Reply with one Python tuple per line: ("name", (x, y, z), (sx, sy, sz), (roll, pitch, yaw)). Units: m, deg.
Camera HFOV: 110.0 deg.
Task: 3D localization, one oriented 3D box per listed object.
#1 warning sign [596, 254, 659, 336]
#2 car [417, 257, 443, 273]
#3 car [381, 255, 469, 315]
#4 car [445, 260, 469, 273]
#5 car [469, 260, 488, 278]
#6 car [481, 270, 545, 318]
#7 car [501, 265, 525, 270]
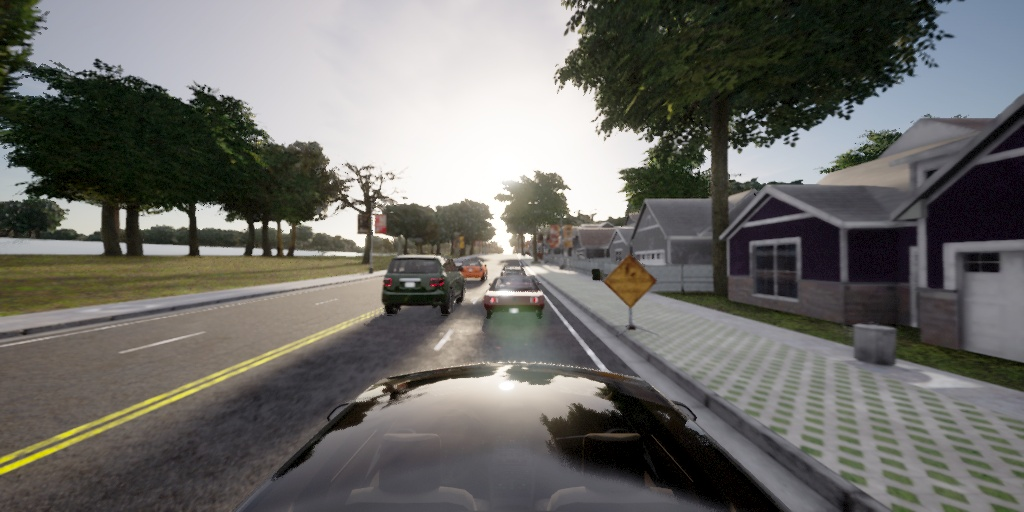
("warning sign", (2.850, 0.880, 8.595), (1.300, 1.860, 1.060), (0, 0, 0))
("car", (-9.842, 1.017, 43.440), (2.097, 1.767, 4.553), (0, 1, 0))
("car", (-3.168, 0.982, 13.784), (2.150, 2.045, 5.566), (0, 0, 0))
("car", (-6.599, 1.213, 43.360), (2.033, 1.411, 5.357), (0, 1, 0))
("car", (-3.168, 1.095, 29.690), (2.097, 1.767, 4.553), (0, 0, 0))
("car", (0.078, 1.362, 13.056), (1.895, 1.301, 4.718), (0, 0, 0))
("car", (0.077, 1.347, 28.088), (1.895, 1.301, 4.718), (0, 0, 0))
